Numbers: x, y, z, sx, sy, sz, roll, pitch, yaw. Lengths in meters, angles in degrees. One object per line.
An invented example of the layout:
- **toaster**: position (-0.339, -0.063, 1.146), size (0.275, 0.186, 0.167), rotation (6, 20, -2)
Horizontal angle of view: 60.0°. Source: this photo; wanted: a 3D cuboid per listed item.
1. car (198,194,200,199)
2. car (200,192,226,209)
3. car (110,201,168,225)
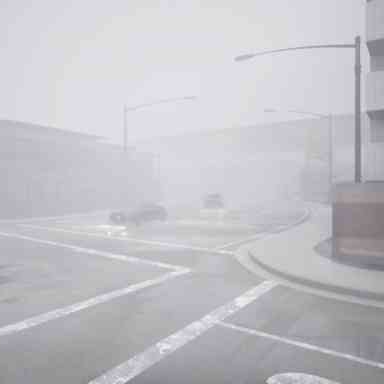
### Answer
- **car**: position (2.563, 0.667, 56.817), size (2.033, 1.411, 5.357), rotation (0, 0, -15)
- **car**: position (2.477, 0.930, 35.305), size (1.837, 1.490, 4.892), rotation (1, 2, 13)
- **car**: position (-3.449, 1.327, 22.092), size (1.994, 1.385, 4.181), rotation (0, 1, 32)
